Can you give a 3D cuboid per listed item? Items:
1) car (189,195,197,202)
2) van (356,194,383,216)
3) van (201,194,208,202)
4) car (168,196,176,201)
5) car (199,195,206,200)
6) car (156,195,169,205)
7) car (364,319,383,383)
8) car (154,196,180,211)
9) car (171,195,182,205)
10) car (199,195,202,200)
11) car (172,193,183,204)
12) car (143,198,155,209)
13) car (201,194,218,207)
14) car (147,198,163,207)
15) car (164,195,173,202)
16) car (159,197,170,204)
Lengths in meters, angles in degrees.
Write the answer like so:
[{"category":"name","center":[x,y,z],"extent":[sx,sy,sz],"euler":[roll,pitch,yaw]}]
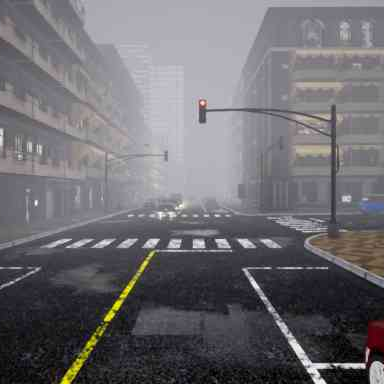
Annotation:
[{"category":"car","center":[0.245,1.517,79.730],"extent":[1.882,1.535,5.008],"euler":[0,0,0]},{"category":"van","center":[15.723,1.035,27.328],"extent":[3.998,1.788,1.690],"euler":[-1,1,-1]},{"category":"van","center":[2.922,1.379,78.435],"extent":[1.690,1.788,3.998],"euler":[-1,0,0]},{"category":"car","center":[-5.422,1.633,89.523],"extent":[1.802,1.307,4.206],"euler":[-1,0,0]},{"category":"car","center":[2.975,1.602,95.019],"extent":[1.887,1.381,4.507],"euler":[-1,0,0]},{"category":"car","center":[-5.510,1.462,61.883],"extent":[1.967,1.590,4.097],"euler":[-1,0,0]},{"category":"car","center":[2.685,1.544,1.797],"extent":[1.887,1.381,4.507],"euler":[0,0,0]},{"category":"car","center":[-2.975,1.554,40.483],"extent":[2.033,1.411,5.357],"euler":[0,0,0]},{"category":"car","center":[-2.942,1.578,50.367],"extent":[1.994,1.385,4.181],"euler":[0,0,0]},{"category":"car","center":[2.890,1.578,67.379],"extent":[2.008,1.369,4.403],"euler":[-1,0,0]},{"category":"car","center":[-2.882,1.243,60.938],"extent":[2.150,2.045,5.566],"euler":[0,0,1]},{"category":"car","center":[-5.559,1.561,45.300],"extent":[2.008,1.369,4.403],"euler":[0,0,0]},{"category":"car","center":[2.836,1.454,50.796],"extent":[1.967,1.590,4.097],"euler":[-1,0,0]},{"category":"car","center":[-5.543,1.580,50.827],"extent":[1.947,1.339,4.313],"euler":[0,0,0]},{"category":"car","center":[-5.457,1.563,78.297],"extent":[1.752,1.417,4.829],"euler":[-1,0,0]},{"category":"car","center":[-5.491,1.609,67.411],"extent":[1.802,1.307,4.206],"euler":[-1,0,0]}]
